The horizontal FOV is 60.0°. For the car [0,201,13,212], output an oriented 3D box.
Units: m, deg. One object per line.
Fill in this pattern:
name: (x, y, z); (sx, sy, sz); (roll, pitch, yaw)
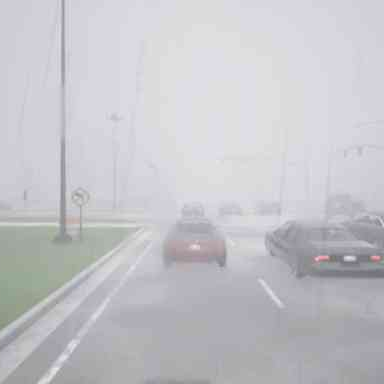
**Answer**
car: (-23.099, 1.510, 38.015); (4.892, 1.490, 1.837); (0, 0, 1)

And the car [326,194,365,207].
car: (13.380, 1.226, 28.865); (2.150, 2.045, 5.566); (-2, -1, 38)

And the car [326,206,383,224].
car: (7.085, 1.493, 12.429); (2.128, 1.511, 4.902); (0, 0, 0)

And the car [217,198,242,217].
car: (3.599, 1.568, 31.883); (1.994, 1.385, 4.181); (0, 0, 0)

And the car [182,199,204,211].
car: (0.097, 1.605, 29.933); (1.895, 1.301, 4.718); (0, 0, 0)

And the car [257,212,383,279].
car: (3.579, 1.549, 10.025); (2.033, 1.411, 5.357); (0, 0, 0)

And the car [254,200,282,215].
car: (7.098, 1.495, 31.521); (2.128, 1.511, 4.902); (0, 0, 0)

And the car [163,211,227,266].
car: (0.085, 1.565, 11.609); (1.994, 1.385, 4.181); (0, 0, 0)
